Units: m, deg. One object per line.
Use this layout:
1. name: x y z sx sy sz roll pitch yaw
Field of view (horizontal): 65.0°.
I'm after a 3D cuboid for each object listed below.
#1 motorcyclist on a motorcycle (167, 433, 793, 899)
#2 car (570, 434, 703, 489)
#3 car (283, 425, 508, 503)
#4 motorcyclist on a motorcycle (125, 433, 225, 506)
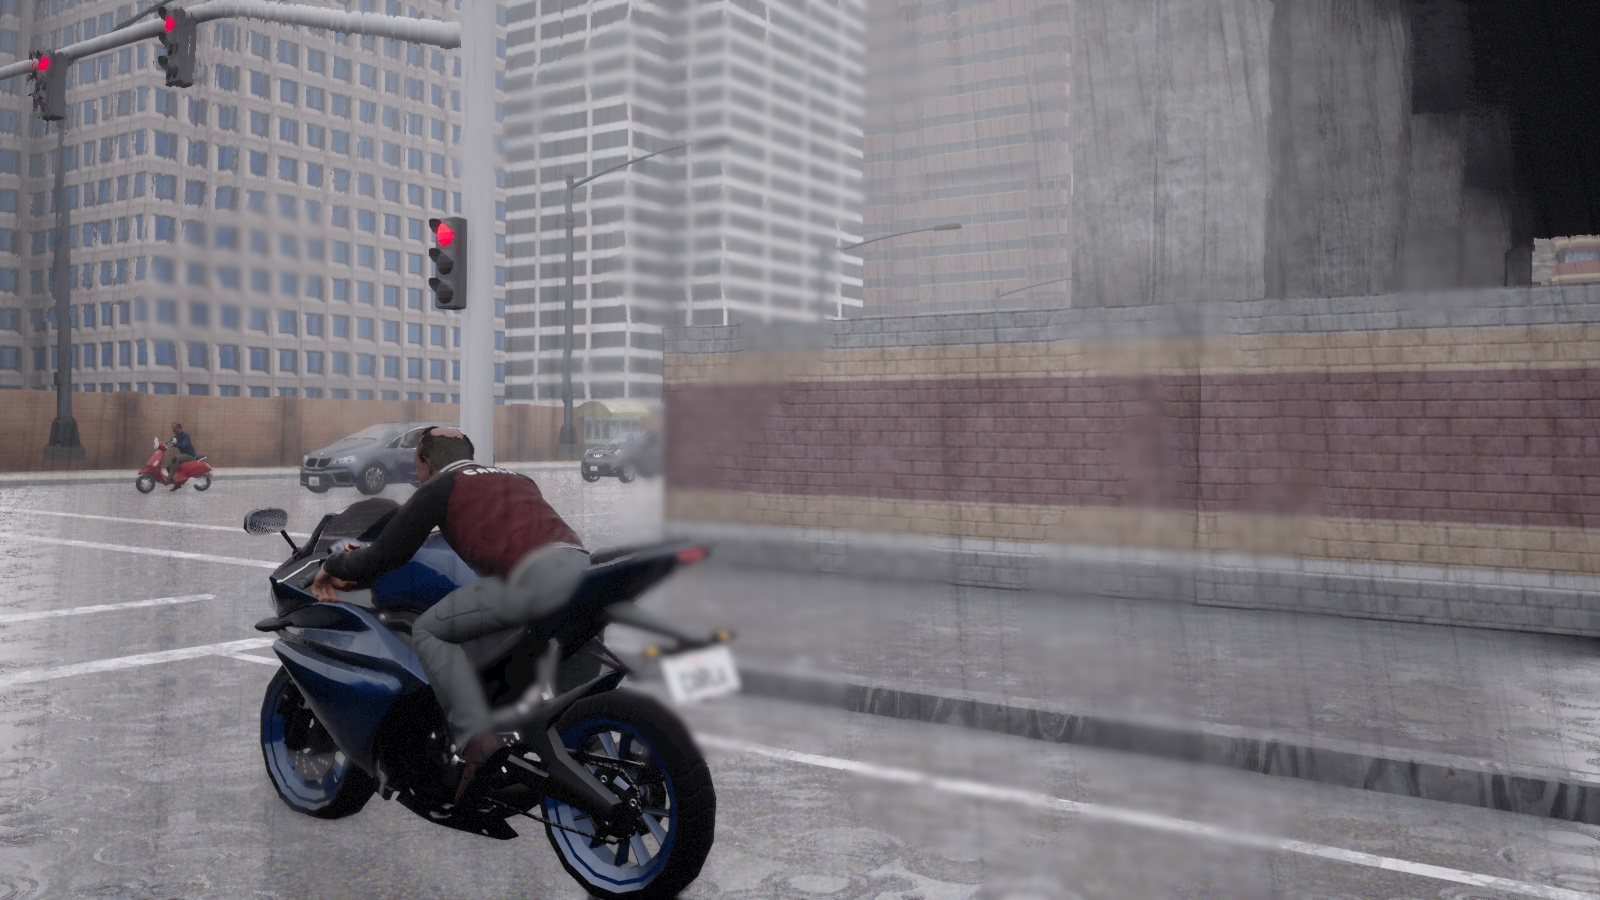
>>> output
1. motorcyclist on a motorcycle: -1.183 0.717 4.409 2.191 1.530 0.866 0 1 34
2. car: -4.681 0.292 36.289 1.845 1.501 3.633 0 1 34
3. car: -9.350 0.259 29.396 2.242 1.667 4.611 0 1 34
4. motorcyclist on a motorcycle: -14.162 0.424 28.516 0.866 1.590 1.817 0 1 34
